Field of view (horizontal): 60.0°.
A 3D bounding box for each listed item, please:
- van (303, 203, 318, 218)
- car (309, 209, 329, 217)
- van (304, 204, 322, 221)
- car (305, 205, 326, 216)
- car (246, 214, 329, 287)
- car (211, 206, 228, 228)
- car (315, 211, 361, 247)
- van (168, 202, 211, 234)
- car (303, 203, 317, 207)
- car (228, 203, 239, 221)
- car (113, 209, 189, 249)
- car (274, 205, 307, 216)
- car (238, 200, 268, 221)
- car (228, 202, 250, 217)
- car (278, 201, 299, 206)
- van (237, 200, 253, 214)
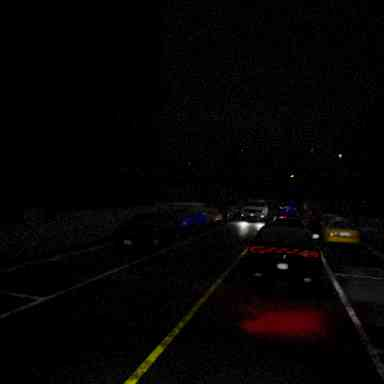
[{"bbox_3d":[15.568,2.414,43.860,1.690,1.788,3.998,2,-1,17],"label":"van"},{"bbox_3d":[9.388,2.156,23.007,1.887,1.381,4.507,2,-1,17],"label":"car"},{"bbox_3d":[14.025,2.298,38.648,1.690,1.788,3.998,2,-1,17],"label":"van"},{"bbox_3d":[10.935,2.166,28.221,1.967,1.590,4.097,2,-1,17],"label":"car"},{"bbox_3d":[2.870,1.696,10.352,1.882,1.535,5.008,2,-1,16],"label":"car"},{"bbox_3d":[1.173,1.813,25.270,1.752,1.417,4.829,2,-1,17],"label":"car"},{"bbox_3d":[7.893,2.026,17.958,1.752,1.417,4.829,2,-1,17],"label":"car"},{"bbox_3d":[-0.314,1.518,20.221,1.690,1.788,3.998,2,-1,17],"label":"van"},{"bbox_3d":[12.483,2.157,33.435,2.192,1.841,5.009,2,-1,17],"label":"car"},{"bbox_3d":[2.763,1.972,30.644,1.947,1.339,4.313,2,-1,17],"label":"car"},{"bbox_3d":[-1.866,1.628,15.006,1.947,1.339,4.313,2,-1,17],"label":"car"},{"bbox_3d":[7.228,2.031,25.077,2.128,1.511,4.902,2,-1,17],"label":"car"},{"bbox_3d":[6.362,1.803,33.318,2.150,2.045,5.566,2,0,17],"label":"car"},{"bbox_3d":[5.854,2.077,41.071,1.967,1.590,4.097,2,-1,17],"label":"car"},{"bbox_3d":[11.654,2.095,40.342,2.150,2.045,5.566,2,-1,17],"label":"car"},{"bbox_3d":[7.401,2.094,46.285,1.690,1.788,3.998,2,-1,17],"label":"van"}]
